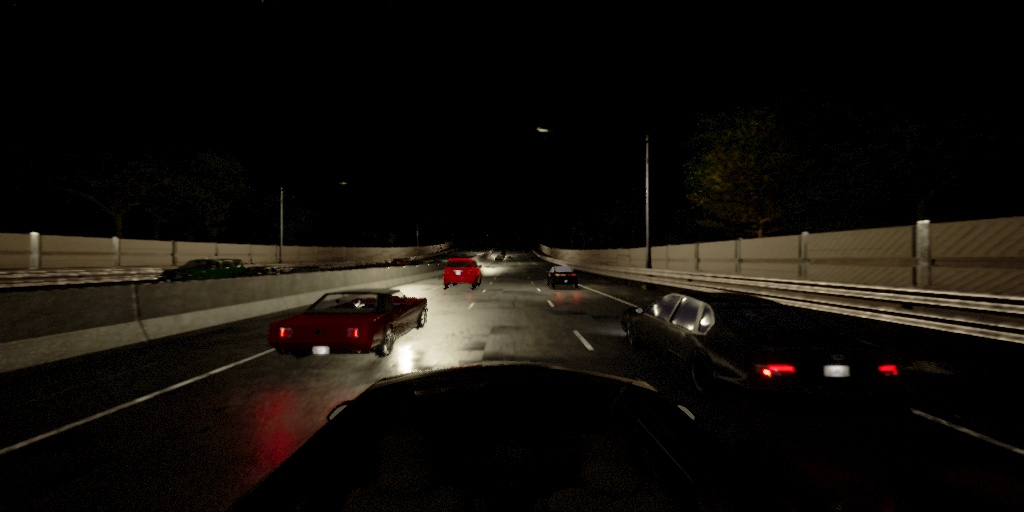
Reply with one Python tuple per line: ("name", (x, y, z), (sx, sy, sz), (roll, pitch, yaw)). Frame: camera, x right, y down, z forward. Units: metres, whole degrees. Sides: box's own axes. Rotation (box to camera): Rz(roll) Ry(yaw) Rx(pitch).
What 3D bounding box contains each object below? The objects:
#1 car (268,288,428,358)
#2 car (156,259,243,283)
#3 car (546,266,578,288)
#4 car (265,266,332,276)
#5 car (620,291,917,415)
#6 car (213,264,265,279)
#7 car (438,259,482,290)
("car", (-3.405, 1.423, 8.634), (1.895, 1.301, 4.718), (0, -1, 0))
("car", (-21.100, 1.207, 24.797), (2.150, 2.045, 5.566), (0, -1, 0))
("car", (3.593, 1.491, 26.176), (2.128, 1.511, 4.902), (0, 0, 0))
("car", (-14.101, 1.461, 24.548), (1.882, 1.535, 5.008), (0, -1, 0))
("car", (3.596, 1.347, 6.481), (2.033, 1.411, 5.357), (0, -1, 0))
("car", (-17.601, 1.491, 24.831), (1.837, 1.490, 4.892), (0, -1, 0))
("car", (-3.406, 1.214, 25.340), (2.150, 2.045, 5.566), (0, 0, 0))
